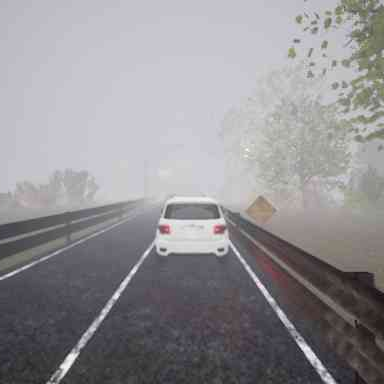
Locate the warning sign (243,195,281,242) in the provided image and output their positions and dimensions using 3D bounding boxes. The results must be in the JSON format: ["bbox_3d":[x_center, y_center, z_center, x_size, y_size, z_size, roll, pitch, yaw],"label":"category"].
[{"bbox_3d":[2.828,1.050,13.640,1.300,1.860,1.060,-1,-1,0],"label":"warning sign"}]

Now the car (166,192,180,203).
[{"bbox_3d":[-3.305,0.913,57.401,2.097,1.767,4.553,0,0,1],"label":"car"}]

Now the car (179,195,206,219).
[{"bbox_3d":[0.034,1.164,27.823,2.097,1.767,4.553,0,0,1],"label":"car"}]

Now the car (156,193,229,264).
[{"bbox_3d":[0.025,1.171,11.767,2.150,2.045,5.566,0,1,0],"label":"car"}]
